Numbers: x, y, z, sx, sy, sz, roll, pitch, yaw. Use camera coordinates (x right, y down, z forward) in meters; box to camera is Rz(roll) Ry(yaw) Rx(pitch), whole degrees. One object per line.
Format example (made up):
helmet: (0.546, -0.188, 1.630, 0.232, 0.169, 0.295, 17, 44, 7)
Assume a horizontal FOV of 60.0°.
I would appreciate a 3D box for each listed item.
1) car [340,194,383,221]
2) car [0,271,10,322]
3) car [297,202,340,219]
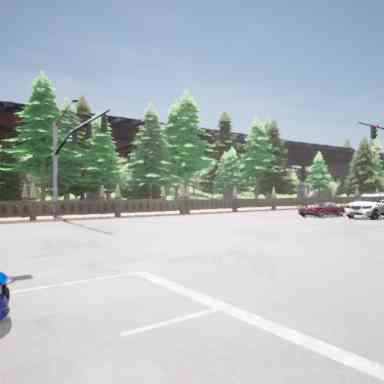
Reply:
car: (15.064, 1.210, 27.709, 5.566, 2.045, 2.150, 0, 0, -36)
car: (-5.221, 1.477, 4.345, 5.008, 1.535, 1.882, 0, 0, -35)
car: (11.473, 1.591, 29.440, 4.718, 1.301, 1.895, 0, 0, -36)
